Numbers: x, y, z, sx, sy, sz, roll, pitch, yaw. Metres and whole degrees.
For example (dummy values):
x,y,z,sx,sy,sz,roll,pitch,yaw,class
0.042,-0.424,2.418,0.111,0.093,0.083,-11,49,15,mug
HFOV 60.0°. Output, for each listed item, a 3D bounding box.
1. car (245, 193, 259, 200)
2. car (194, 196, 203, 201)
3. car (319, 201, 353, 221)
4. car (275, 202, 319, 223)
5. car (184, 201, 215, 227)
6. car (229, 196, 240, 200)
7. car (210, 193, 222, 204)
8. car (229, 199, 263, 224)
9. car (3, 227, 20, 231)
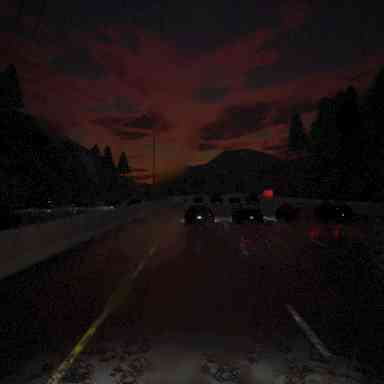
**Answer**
x,y,z,sx,sy,sz,roll,pitch,yaw,class
11.726,1.184,64.882,2.150,2.045,5.566,0,0,2,car
1.274,1.517,65.827,1.837,1.490,4.892,-1,0,2,car
11.068,1.447,26.681,2.128,1.511,4.902,0,0,1,car
7.532,1.497,24.749,1.812,1.442,4.674,0,0,1,car
0.499,1.568,22.782,1.994,1.385,4.181,0,0,1,car
8.262,1.457,65.360,1.882,1.535,5.008,0,0,2,car
4.753,1.217,65.751,2.150,2.045,5.566,0,0,2,car
4.030,1.514,24.543,1.812,1.442,4.674,0,0,1,car
-10.297,1.404,16.119,2.097,1.767,4.553,0,0,1,car
